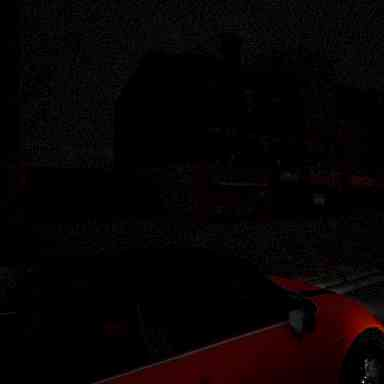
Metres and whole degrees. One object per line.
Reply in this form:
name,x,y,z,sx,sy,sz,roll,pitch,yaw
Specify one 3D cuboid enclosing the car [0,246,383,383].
car,-0.027,1.351,3.261,4.553,1.767,2.097,0,0,-36
